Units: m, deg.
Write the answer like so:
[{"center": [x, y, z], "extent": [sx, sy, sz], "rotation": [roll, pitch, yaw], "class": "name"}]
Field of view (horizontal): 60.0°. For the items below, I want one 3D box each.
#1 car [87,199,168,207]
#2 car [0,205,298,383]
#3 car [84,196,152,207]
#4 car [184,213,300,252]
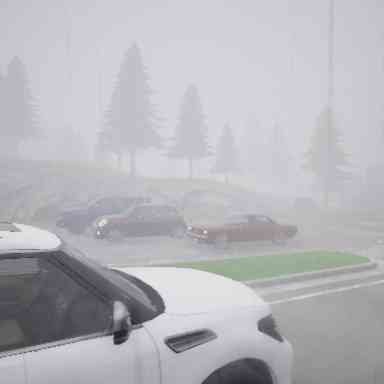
[{"center": [-2.536, 1.379, 16.254], "extent": [4.553, 1.767, 2.097], "rotation": [0, 0, -23], "class": "car"}, {"center": [-1.732, 1.216, 2.408], "extent": [5.566, 2.045, 2.150], "rotation": [1, -1, -34], "class": "car"}, {"center": [-4.776, 1.245, 19.064], "extent": [5.566, 2.045, 2.150], "rotation": [0, 0, -22], "class": "car"}, {"center": [2.180, 1.647, 14.482], "extent": [4.718, 1.301, 1.895], "rotation": [0, 0, -24], "class": "car"}]
